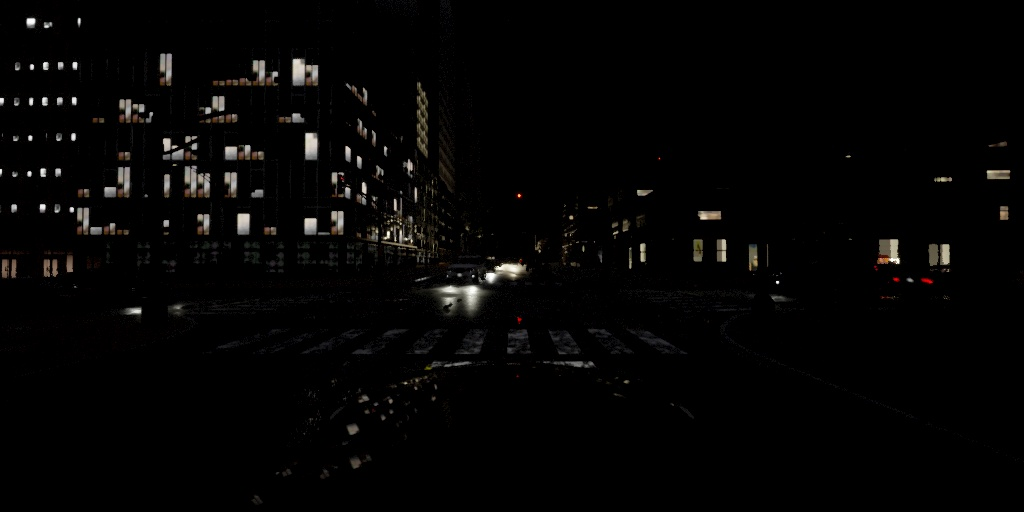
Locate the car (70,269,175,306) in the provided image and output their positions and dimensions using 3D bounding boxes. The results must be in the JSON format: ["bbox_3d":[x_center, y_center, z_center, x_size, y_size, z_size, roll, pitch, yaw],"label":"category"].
[{"bbox_3d":[-17.853,1.359,15.819,5.008,1.535,1.882,0,-1,1],"label":"car"}]

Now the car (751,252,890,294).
[{"bbox_3d":[15.607,0.838,18.630,5.566,2.045,2.150,-1,-1,0],"label":"car"}]

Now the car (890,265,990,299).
[{"bbox_3d":[19.688,1.071,15.420,5.357,1.411,2.033,-1,-1,2],"label":"car"}]

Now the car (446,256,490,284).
[{"bbox_3d":[-3.394,0.977,27.543,2.150,2.045,5.566,0,0,5],"label":"car"}]

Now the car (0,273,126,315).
[{"bbox_3d":[-17.391,1.413,13.206,4.207,1.307,1.802,0,0,1],"label":"car"}]

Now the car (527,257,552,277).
[{"bbox_3d":[2.774,1.194,34.995,1.967,1.591,4.097,0,0,0],"label":"car"}]

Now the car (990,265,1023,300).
[{"bbox_3d":[20.717,0.994,12.746,4.829,1.417,1.751,0,0,1],"label":"car"}]

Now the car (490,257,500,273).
[{"bbox_3d":[-2.990,1.248,44.229,2.128,1.511,4.902,0,0,0],"label":"car"}]

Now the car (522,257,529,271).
[{"bbox_3d":[2.802,1.070,46.343,2.192,1.841,5.009,0,0,0],"label":"car"}]
